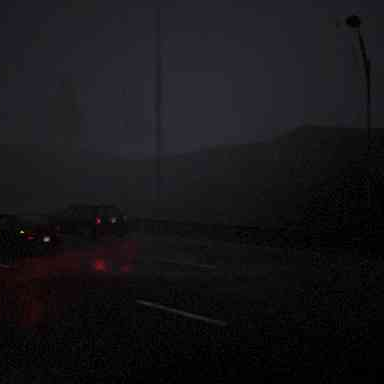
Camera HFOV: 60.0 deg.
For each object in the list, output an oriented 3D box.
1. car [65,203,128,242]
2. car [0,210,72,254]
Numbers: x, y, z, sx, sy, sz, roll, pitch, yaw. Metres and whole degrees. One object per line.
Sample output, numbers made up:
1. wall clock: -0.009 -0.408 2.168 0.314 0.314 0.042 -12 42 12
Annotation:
1. car: -5.303 1.319 16.318 4.553 1.767 2.097 0 0 35
2. car: -7.111 1.492 13.320 4.674 1.442 1.812 0 0 35
